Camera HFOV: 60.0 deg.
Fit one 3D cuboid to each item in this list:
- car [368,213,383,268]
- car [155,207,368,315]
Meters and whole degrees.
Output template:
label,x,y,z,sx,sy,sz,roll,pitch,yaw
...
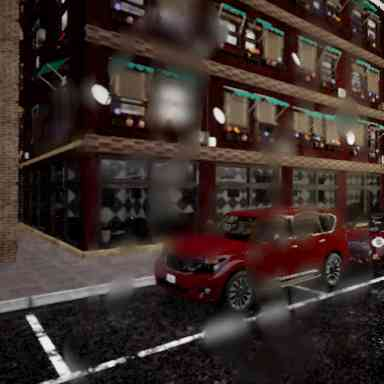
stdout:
label,x,y,z,sx,sy,sz,roll,pitch,yaw
car,6.240,1.428,11.008,4.097,1.590,1.967,0,0,-35
car,1.652,1.309,7.734,5.009,1.841,2.192,0,0,-35
